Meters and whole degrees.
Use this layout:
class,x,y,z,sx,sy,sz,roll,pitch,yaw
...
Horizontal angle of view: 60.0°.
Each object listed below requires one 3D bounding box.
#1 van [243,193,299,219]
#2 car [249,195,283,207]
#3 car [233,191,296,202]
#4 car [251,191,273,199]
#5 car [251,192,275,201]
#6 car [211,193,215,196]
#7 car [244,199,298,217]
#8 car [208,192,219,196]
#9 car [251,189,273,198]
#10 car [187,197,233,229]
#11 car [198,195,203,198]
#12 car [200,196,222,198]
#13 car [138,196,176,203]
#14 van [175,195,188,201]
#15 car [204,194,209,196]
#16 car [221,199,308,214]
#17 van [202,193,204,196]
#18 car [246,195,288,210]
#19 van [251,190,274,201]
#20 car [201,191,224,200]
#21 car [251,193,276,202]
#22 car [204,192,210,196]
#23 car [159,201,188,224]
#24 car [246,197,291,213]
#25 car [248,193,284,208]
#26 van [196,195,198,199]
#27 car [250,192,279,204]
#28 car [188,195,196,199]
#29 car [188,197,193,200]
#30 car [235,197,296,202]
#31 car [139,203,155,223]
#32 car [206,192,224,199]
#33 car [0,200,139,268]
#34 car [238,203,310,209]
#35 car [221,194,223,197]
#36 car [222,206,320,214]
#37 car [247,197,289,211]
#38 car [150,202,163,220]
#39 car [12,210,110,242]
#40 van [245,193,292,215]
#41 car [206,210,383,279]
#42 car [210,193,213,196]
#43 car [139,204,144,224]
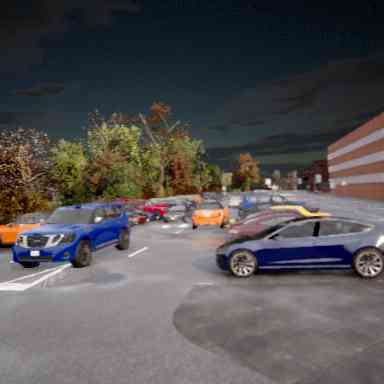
class,x,y,z,sx,sy,sz,roll,pitch,yaw
van,6.717,1.212,28.611,4.442,1.987,1.878,-3,-1,11
car,10.624,1.293,48.022,4.674,1.452,2.002,-3,0,11
car,6.316,1.174,25.810,5.566,2.045,2.435,-3,-1,11
car,17.099,0.726,81.301,5.008,1.535,2.097,-3,0,11
car,14.968,0.932,70.203,4.792,1.488,2.163,-3,0,11
car,1.495,1.576,66.874,5.008,1.535,2.097,-3,0,11
car,7.382,1.479,31.359,4.674,1.452,2.002,-3,-1,11
car,2.605,1.486,72.537,5.008,1.535,2.097,-3,0,11
car,18.188,0.380,86.843,5.566,2.045,2.435,-3,0,11
car,1.377,1.491,23.159,2.097,1.767,4.553,-3,-1,11
car,-1.177,1.793,53.140,4.892,1.521,2.231,-3,0,11
car,2.613,1.729,46.911,1.812,1.442,4.674,-3,0,11
car,-4.964,1.768,33.594,5.566,2.045,2.435,-3,-1,11
van,-3.224,1.735,42.028,4.442,1.987,1.878,-3,0,11
car,-0.121,1.706,58.560,5.008,1.535,2.097,-3,0,11
car,4.494,1.413,17.528,5.366,1.575,1.946,-3,-1,11
van,-0.755,1.528,55.933,4.442,1.987,1.878,-3,0,11
car,9.552,1.340,42.473,5.008,1.535,2.097,-3,0,11
van,14.273,0.727,67.456,4.442,1.987,1.878,-3,0,11
car,5.281,1.013,86.268,5.566,2.045,2.435,-3,0,11
car,13.864,1.031,64.662,4.674,1.452,2.002,-3,0,11
car,0.386,1.539,61.335,4.553,1.767,2.185,-3,0,11
car,-1.076,1.834,28.481,1.812,1.442,4.674,-3,-1,11
car,8.466,1.463,36.919,4.674,1.452,2.002,-3,0,11
car,10.049,1.172,45.253,4.553,1.767,2.185,-3,0,11
van,-1.837,1.615,50.387,4.442,1.987,1.878,-3,0,11
car,12.206,0.998,56.347,4.553,1.767,2.185,-3,0,11
car,-2.249,1.754,47.467,4.553,1.767,2.185,-3,0,11
car,-2.819,1.954,44.833,4.792,1.488,2.163,-3,0,11
car,5.753,1.420,23.040,5.008,1.535,2.097,-3,-1,11
car,-6.033,2.036,28.048,4.792,1.488,2.163,-3,-1,11
car,6.423,1.031,91.935,4.553,1.767,2.185,-3,0,11
car,-4.188,1.496,12.722,2.150,2.045,5.566,-3,-1,11
car,4.133,1.442,14.719,4.674,1.452,2.002,-3,-1,11
car,4.745,1.311,83.626,4.892,1.521,2.231,-3,0,11
car,3.592,1.436,11.946,4.674,1.452,2.002,-3,-1,11
car,9.012,1.424,39.701,4.674,1.452,2.002,-3,0,11
car,-5.491,2.042,30.819,4.792,1.488,2.163,-3,-1,11
car,-7.683,1.989,19.739,5.008,1.535,2.097,-3,-1,11
van,7.776,1.221,34.039,4.442,1.987,1.878,-3,0,11
car,3.024,1.421,9.177,4.792,1.488,2.163,-3,-1,11
car,0.966,1.619,64.101,5.008,1.535,2.097,-3,0,11
car,-6.587,2.003,25.406,4.892,1.521,2.231,-3,-1,11
